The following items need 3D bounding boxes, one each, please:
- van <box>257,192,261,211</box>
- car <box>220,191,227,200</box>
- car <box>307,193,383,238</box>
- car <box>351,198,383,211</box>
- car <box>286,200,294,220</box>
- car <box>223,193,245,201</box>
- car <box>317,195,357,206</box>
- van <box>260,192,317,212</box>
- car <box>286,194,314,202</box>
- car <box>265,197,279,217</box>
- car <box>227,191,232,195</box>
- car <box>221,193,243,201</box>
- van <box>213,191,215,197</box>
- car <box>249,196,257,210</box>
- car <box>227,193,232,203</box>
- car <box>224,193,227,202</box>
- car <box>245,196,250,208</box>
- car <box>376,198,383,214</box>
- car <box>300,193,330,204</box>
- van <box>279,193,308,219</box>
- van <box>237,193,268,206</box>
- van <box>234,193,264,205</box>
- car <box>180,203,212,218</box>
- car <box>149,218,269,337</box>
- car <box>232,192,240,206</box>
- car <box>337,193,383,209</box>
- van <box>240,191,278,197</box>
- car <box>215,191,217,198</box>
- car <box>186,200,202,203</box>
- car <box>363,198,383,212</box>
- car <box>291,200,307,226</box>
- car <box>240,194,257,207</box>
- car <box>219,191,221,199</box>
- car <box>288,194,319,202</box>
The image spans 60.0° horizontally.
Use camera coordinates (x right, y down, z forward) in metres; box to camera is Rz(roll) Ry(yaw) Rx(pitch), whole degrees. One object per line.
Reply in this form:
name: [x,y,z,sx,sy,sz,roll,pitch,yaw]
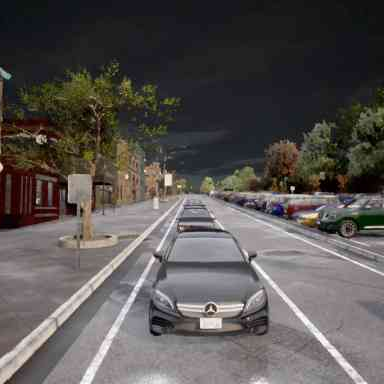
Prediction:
van: [9.267,1.222,33.880,4.442,1.987,1.878,0,0,0]
car: [8.894,0.962,64.719,5.566,2.045,2.435,0,1,0]
car: [9.247,1.220,17.057,5.566,2.045,2.435,0,0,0]
car: [22.212,1.451,40.236,4.792,1.488,2.163,0,0,0]
car: [9.236,1.506,22.664,4.674,1.452,2.002,0,0,0]
car: [8.850,1.038,70.326,4.553,1.767,2.185,0,1,0]
car: [22.288,1.331,51.339,5.366,1.575,1.946,0,1,0]
van: [9.055,1.230,31.077,4.442,1.987,1.878,0,0,0]
car: [21.984,1.187,67.992,4.892,1.521,2.231,0,1,0]
car: [9.187,1.459,28.271,5.008,1.535,2.097,0,0,0]
car: [8.995,1.138,59.114,4.553,1.767,2.185,0,1,0]
car: [8.829,1.013,73.129,4.553,1.767,2.185,0,1,0]
van: [8.619,0.762,89.946,4.442,1.987,1.878,0,1,0]
car: [9.159,1.469,36.683,4.792,1.488,2.163,0,0,0]
car: [8.978,1.289,56.312,4.892,1.521,2.231,0,1,0]
car: [8.941,1.278,61.918,4.674,1.452,2.002,0,1,0]
car: [9.106,1.465,39.490,4.674,1.452,2.002,0,0,0]
car: [22.409,1.443,34.682,5.366,1.575,1.946,0,0,0]
car: [22.071,1.134,59.665,4.553,1.767,2.185,0,1,0]
van: [9.330,1.237,25.468,4.442,1.987,1.878,0,0,0]
van: [9.143,1.112,50.704,4.442,1.987,1.878,0,1,0]
van: [9.122,1.087,53.507,4.442,1.987,1.878,0,1,0]
car: [0.188,1.532,17.428,2.033,1.411,5.357,0,0,0]
car: [0.251,1.524,6.849,1.812,1.442,4.674,0,0,0]
car: [9.019,1.112,47.899,5.566,2.045,2.435,0,1,0]
car: [22.135,1.152,43.008,5.566,2.045,2.435,0,0,0]
van: [9.184,1.162,45.100,4.442,1.987,1.878,0,0,0]
car: [8.793,1.063,81.539,5.008,1.535,2.097,0,1,0]
car: [0.211,1.442,29.876,2.128,1.511,4.902,0,0,0]
car: [22.175,1.468,37.452,4.792,1.488,2.163,0,0,0]
car: [9.069,1.466,19.860,5.366,1.575,1.946,0,0,0]
car: [9.095,1.408,42.293,4.892,1.521,2.231,0,0,0]
car: [8.873,0.937,67.522,5.566,2.045,2.435,0,1,0]
car: [21.814,1.207,65.214,5.366,1.575,1.946,0,1,0]
